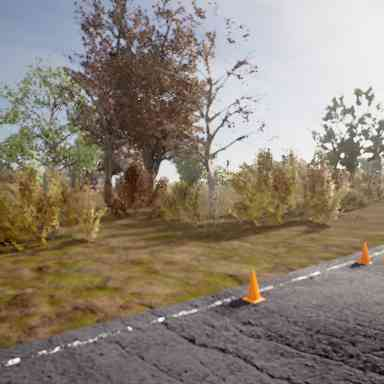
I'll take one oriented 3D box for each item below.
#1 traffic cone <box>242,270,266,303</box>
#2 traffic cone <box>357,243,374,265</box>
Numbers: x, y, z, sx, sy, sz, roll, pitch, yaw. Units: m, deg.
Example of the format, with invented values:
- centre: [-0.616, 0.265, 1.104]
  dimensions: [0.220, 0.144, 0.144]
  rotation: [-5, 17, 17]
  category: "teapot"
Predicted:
- centre: [1.242, 1.872, 6.697]
  dimensions: [0.340, 0.580, 0.340]
  rotation: [-1, 1, -38]
  category: "traffic cone"
- centre: [5.081, 1.787, 9.756]
  dimensions: [0.340, 0.580, 0.340]
  rotation: [-1, 1, -39]
  category: "traffic cone"
